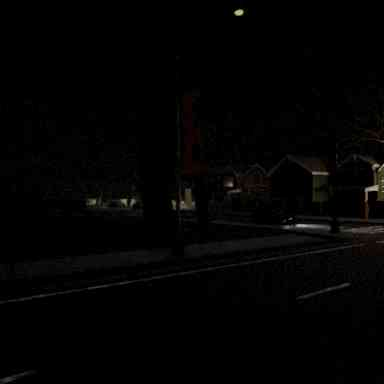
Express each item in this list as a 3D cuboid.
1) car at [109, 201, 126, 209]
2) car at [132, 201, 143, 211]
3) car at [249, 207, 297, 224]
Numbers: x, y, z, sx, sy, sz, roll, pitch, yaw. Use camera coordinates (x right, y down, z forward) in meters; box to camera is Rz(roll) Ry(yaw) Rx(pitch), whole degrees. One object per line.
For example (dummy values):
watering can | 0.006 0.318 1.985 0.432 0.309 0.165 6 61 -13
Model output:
car | -14.128 2.401 62.822 1.994 1.385 4.181 0 0 -35
car | -8.108 2.199 54.324 2.128 1.511 4.902 0 0 -34
car | 6.780 1.958 28.137 1.994 1.385 4.181 0 0 -34
